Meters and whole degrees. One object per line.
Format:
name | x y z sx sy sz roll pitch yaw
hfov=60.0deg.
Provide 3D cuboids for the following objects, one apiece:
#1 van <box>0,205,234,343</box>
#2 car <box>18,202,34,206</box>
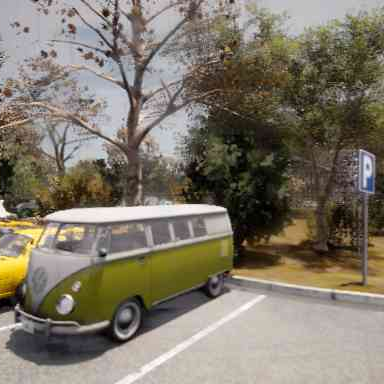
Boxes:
van | -0.962 1.262 6.366 1.878 1.987 4.442 0 0 35
car | -15.220 1.788 33.135 4.553 1.767 2.097 0 -2 -42
